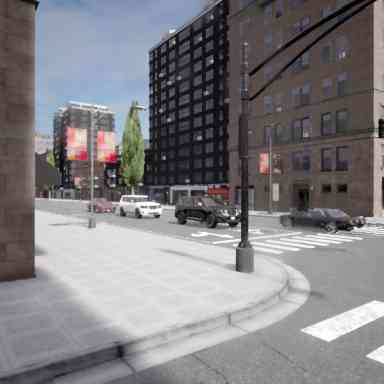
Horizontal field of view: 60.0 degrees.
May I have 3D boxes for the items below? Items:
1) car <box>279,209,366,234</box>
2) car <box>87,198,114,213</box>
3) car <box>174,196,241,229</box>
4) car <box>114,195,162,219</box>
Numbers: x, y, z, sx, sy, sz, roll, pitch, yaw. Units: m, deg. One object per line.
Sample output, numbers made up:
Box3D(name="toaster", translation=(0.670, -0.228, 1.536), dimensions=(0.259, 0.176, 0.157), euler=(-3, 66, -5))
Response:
Box3D(name="car", translation=(7.505, 1.647, 19.700), dimensions=(1.895, 1.301, 4.718), euler=(0, 0, -36))
Box3D(name="car", translation=(-10.595, 1.492, 38.885), dimensions=(2.097, 1.767, 4.553), euler=(0, 0, -36))
Box3D(name="car", translation=(0.936, 1.286, 22.901), dimensions=(2.150, 2.045, 5.566), euler=(0, 0, -36))
Box3D(name="car", translation=(-4.935, 1.325, 31.034), dimensions=(2.150, 2.045, 5.566), euler=(0, 0, -36))
